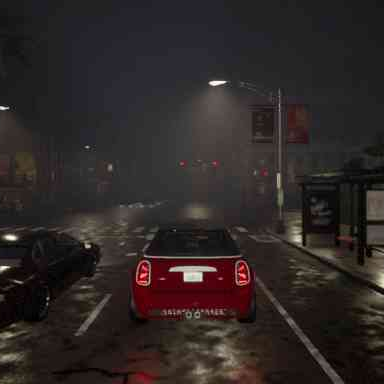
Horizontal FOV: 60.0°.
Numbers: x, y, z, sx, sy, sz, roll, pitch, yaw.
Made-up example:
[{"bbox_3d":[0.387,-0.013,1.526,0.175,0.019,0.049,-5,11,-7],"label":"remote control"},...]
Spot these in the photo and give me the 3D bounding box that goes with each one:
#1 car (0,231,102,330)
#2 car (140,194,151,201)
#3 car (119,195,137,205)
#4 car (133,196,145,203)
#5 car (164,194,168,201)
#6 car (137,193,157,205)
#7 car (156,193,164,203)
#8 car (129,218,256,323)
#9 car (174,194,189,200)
[{"bbox_3d":[-3.494,1.547,7.141,2.033,1.411,5.357,0,0,0],"label":"car"},{"bbox_3d":[-11.382,1.355,81.406,2.097,1.767,4.553,0,0,0],"label":"car"},{"bbox_3d":[-11.200,1.351,57.590,2.097,1.767,4.553,0,0,0],"label":"car"},{"bbox_3d":[-11.273,1.595,71.023,1.895,1.301,4.718,0,0,-1],"label":"car"},{"bbox_3d":[-7.859,1.225,82.651,2.150,2.045,5.566,0,0,0],"label":"car"},{"bbox_3d":[-7.710,1.477,57.701,1.882,1.535,5.008,0,0,0],"label":"car"},{"bbox_3d":[-7.780,1.225,71.651,2.150,2.045,5.566,0,0,-1],"label":"car"},{"bbox_3d":[0.006,1.352,7.348,2.097,1.767,4.553,0,0,0],"label":"car"},{"bbox_3d":[-2.427,1.539,94.419,2.033,1.411,5.357,0,0,18],"label":"car"}]
